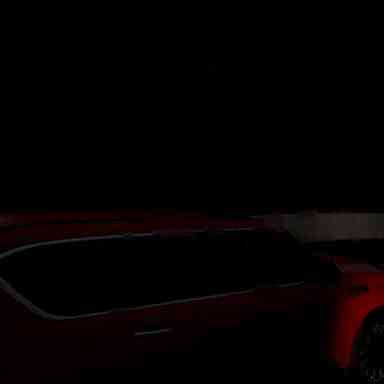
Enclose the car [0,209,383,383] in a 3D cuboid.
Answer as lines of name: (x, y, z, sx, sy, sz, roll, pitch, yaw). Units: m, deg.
car: (0.065, 1.222, 3.719, 5.566, 2.045, 2.150, 0, 0, -32)
